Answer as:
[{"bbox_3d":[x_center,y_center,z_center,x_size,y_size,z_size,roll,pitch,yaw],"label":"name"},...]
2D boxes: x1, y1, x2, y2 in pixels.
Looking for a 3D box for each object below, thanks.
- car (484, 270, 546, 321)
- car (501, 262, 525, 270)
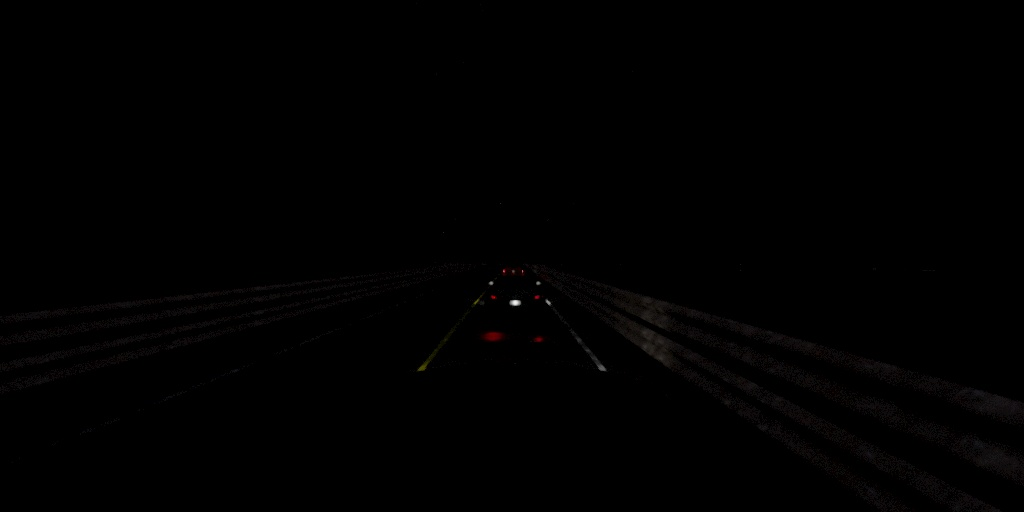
[{"bbox_3d":[0.103,1.379,12.719,1.994,1.385,4.181,0,0,0],"label":"car"},{"bbox_3d":[0.119,1.306,31.814,2.097,1.767,4.553,0,-1,0],"label":"car"}]
